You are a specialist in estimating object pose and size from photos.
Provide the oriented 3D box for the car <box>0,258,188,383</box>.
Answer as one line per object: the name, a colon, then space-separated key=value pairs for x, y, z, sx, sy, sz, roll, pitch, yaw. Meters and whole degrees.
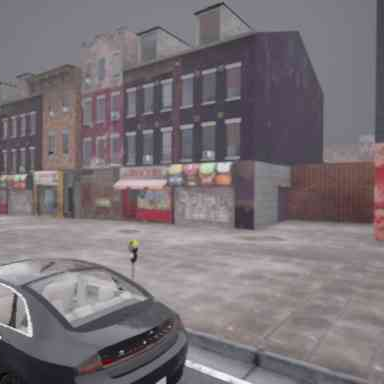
car: x=-2.102 y=1.562 z=4.296 sx=4.403 sy=1.369 sz=2.008 roll=0 pitch=1 yaw=36
